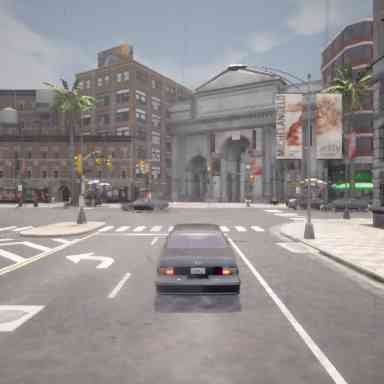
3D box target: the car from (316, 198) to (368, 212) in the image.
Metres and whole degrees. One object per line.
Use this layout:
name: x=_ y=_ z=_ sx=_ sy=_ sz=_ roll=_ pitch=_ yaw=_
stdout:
car: x=17.183 y=1.492 z=37.619 sx=4.902 sy=1.511 sz=2.128 roll=0 pitch=0 yaw=1

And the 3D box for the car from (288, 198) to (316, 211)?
car: x=14.397 y=1.505 z=41.150 sx=4.892 sy=1.490 sz=1.837 roll=0 pitch=0 yaw=1

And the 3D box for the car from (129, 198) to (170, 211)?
car: x=-5.260 y=1.505 z=41.362 sx=4.892 sy=1.490 sz=1.837 roll=0 pitch=0 yaw=1

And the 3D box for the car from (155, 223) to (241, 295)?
car: x=0.118 y=1.547 z=8.840 sx=2.033 sy=1.411 sz=5.357 roll=0 pitch=0 yaw=0

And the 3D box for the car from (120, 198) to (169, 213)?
car: x=-5.431 y=1.491 z=36.738 sx=4.902 sy=1.511 sz=2.128 roll=0 pitch=0 yaw=-15
